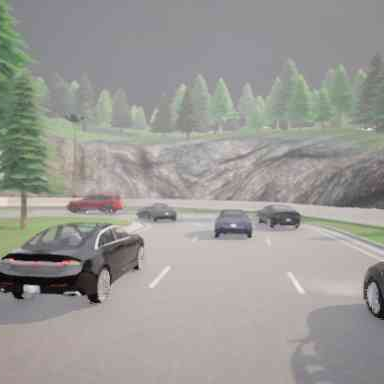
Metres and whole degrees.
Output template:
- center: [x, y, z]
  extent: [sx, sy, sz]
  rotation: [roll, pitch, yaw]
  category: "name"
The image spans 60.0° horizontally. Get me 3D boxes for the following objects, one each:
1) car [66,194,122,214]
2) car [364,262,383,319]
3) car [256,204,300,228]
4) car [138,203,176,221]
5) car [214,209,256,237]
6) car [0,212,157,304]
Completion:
- center: [-10.050, 1.202, 34.484]
  extent: [5.566, 2.045, 2.150]
  rotation: [1, -1, 5]
  category: "car"
- center: [4.074, 1.560, 4.547]
  extent: [1.837, 1.490, 4.892]
  rotation: [0, 0, 6]
  category: "car"
- center: [5.821, 1.598, 23.065]
  extent: [1.882, 1.535, 5.008]
  rotation: [1, 0, -4]
  category: "car"
- center: [-2.930, 1.600, 26.960]
  extent: [1.994, 1.385, 4.181]
  rotation: [1, 0, -30]
  category: "car"
- center: [2.252, 1.635, 18.568]
  extent: [1.994, 1.385, 4.181]
  rotation: [1, 0, 5]
  category: "car"
- center: [-2.515, 1.485, 8.204]
  extent: [2.128, 1.511, 4.902]
  rotation: [1, 0, 7]
  category: "car"
